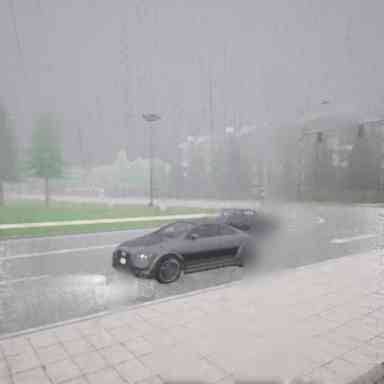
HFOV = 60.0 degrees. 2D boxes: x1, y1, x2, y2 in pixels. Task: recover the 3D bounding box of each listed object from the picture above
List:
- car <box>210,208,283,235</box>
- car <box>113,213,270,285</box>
[{"bbox_3d":[1.743,1.441,14.944,5.357,1.411,2.033,-1,0,-35],"label":"car"},{"bbox_3d":[-0.076,1.508,9.404,4.181,1.385,1.994,-1,0,-35],"label":"car"}]
